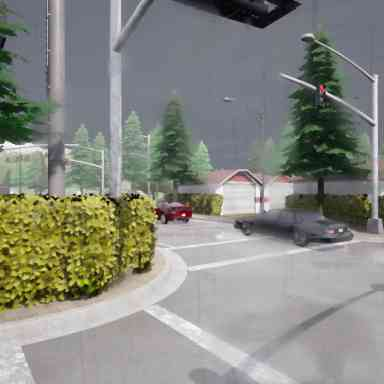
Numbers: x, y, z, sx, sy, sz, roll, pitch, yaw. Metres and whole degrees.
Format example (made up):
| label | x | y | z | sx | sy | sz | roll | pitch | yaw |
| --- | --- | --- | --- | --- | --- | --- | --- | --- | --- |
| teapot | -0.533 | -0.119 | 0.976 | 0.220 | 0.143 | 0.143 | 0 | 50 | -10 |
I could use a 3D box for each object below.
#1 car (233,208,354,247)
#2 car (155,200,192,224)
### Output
| label | x | y | z | sx | sy | sz | roll | pitch | yaw |
| --- | --- | --- | --- | --- | --- | --- | --- | --- | --- |
| car | 4.237 | 1.424 | 14.770 | 2.033 | 1.411 | 5.357 | 0 | 2 | -35 |
| car | -1.957 | 1.307 | 23.365 | 1.882 | 1.535 | 5.008 | -1 | 1 | -35 |
